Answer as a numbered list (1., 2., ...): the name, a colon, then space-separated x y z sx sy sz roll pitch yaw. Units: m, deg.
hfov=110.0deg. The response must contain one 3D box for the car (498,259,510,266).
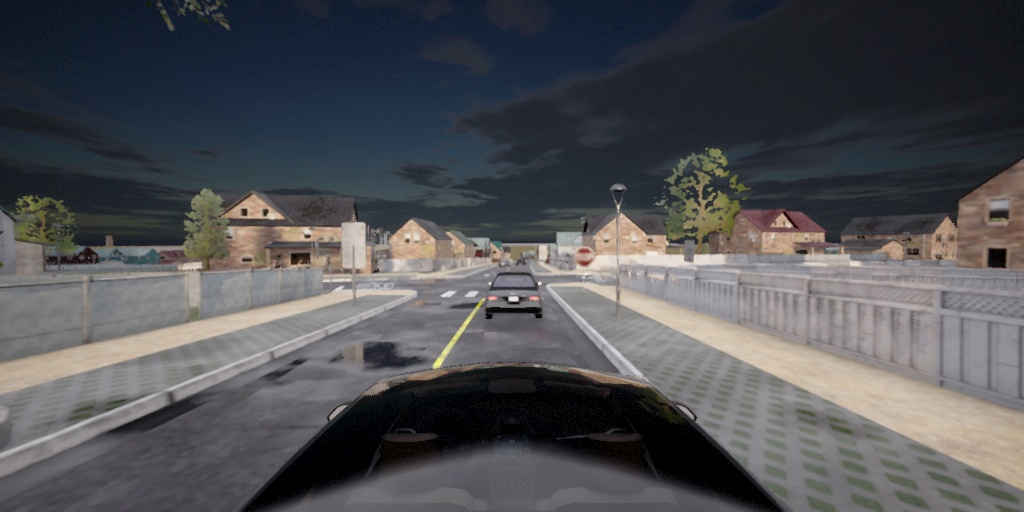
1. car: -1.426 1.204 63.309 2.128 1.511 4.902 0 0 3

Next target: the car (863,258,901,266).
1. car: 43.400 0.857 41.768 4.718 1.301 1.895 0 2 -16

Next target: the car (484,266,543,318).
1. car: 0.088 1.256 12.675 2.033 1.411 5.357 0 0 1
